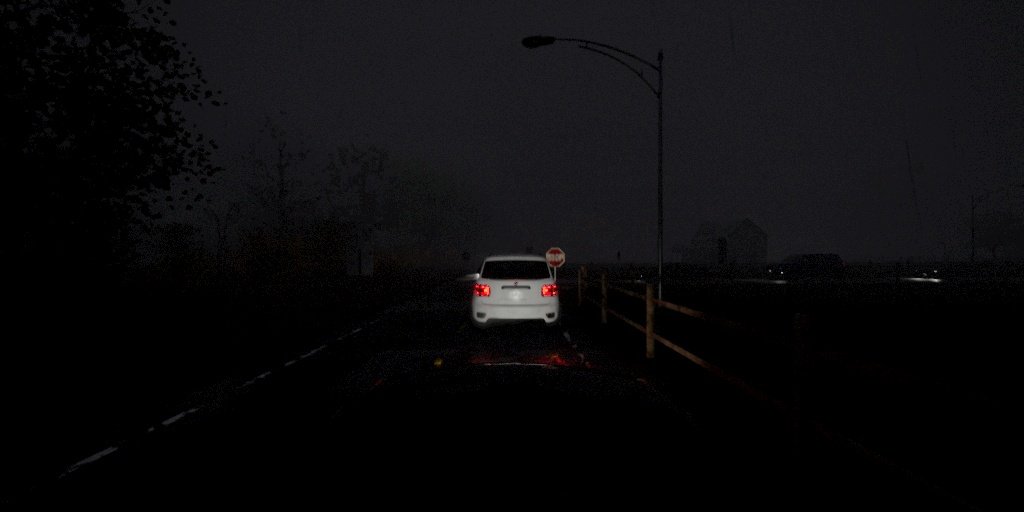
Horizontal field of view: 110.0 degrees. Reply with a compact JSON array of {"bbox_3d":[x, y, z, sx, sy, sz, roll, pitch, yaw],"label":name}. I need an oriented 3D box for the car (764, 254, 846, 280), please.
[{"bbox_3d":[23.424,0.840,28.771,5.566,2.045,2.150,0,0,-1],"label":"car"}]

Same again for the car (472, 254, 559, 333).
[{"bbox_3d":[0.098,0.960,10.830,2.150,2.045,5.566,0,0,0],"label":"car"}]

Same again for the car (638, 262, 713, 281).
[{"bbox_3d":[12.993,1.211,28.619,5.357,1.411,2.033,0,0,0],"label":"car"}]

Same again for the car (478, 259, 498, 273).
[{"bbox_3d":[-2.819,1.173,42.641,2.128,1.511,4.902,0,0,-1],"label":"car"}]

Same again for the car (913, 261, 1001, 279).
[{"bbox_3d":[35.899,1.111,28.968,5.357,1.411,2.033,0,0,-1],"label":"car"}]

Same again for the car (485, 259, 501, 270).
[{"bbox_3d":[-2.812,1.201,52.842,2.033,1.411,5.357,0,0,0],"label":"car"}]
